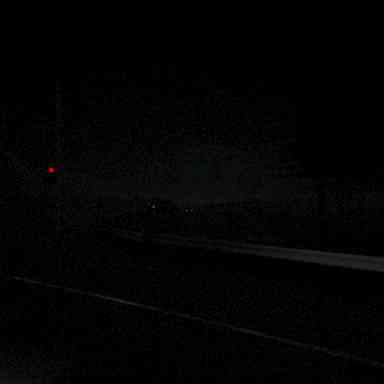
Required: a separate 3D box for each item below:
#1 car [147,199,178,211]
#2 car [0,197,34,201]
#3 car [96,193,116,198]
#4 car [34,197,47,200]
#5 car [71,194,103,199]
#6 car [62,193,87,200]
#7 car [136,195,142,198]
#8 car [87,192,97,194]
[{"bbox_3d":[-3.166,1.505,36.702,1.994,1.385,4.181,0,0,26],"label":"car"},{"bbox_3d":[-23.627,1.455,43.110,1.837,1.490,4.892,0,0,26],"label":"car"},{"bbox_3d":[-18.543,1.373,73.200,1.882,1.535,5.008,0,0,16],"label":"car"},{"bbox_3d":[-27.880,1.530,58.283,1.895,1.301,4.718,0,0,26],"label":"car"},{"bbox_3d":[-17.504,1.487,55.851,1.994,1.385,4.181,0,0,26],"label":"car"},{"bbox_3d":[-22.217,1.423,61.981,1.837,1.490,4.892,0,0,24],"label":"car"},{"bbox_3d":[-12.011,1.393,70.458,1.837,1.490,4.892,0,0,16],"label":"car"},{"bbox_3d":[-22.226,1.124,72.882,2.150,2.045,5.566,0,0,16],"label":"car"}]
